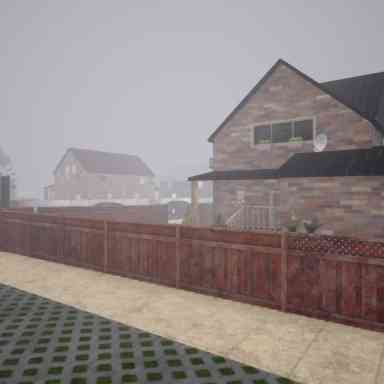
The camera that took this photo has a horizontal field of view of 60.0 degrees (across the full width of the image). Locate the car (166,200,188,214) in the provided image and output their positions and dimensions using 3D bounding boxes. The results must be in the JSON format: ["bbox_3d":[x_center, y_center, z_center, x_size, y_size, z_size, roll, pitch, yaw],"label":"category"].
[{"bbox_3d":[-1.910,1.701,38.039,1.837,1.490,4.892,0,0,35],"label":"car"}]

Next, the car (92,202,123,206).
[{"bbox_3d":[-7.833,1.636,29.744,1.837,1.490,4.892,0,0,35],"label":"car"}]
